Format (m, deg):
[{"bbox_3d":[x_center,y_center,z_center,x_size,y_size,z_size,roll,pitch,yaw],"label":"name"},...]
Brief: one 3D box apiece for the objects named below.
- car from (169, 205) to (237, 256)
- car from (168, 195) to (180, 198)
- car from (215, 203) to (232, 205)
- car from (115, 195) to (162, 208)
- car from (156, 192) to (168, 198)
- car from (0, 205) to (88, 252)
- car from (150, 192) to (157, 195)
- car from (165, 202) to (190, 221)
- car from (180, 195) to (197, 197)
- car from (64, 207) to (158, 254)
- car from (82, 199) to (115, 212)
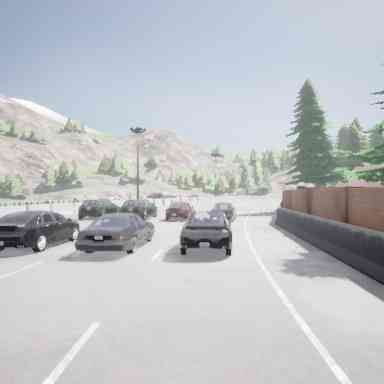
[{"bbox_3d":[0.633,1.492,13.156,2.128,1.511,4.902,0,0,5],"label":"car"},{"bbox_3d":[-3.256,1.525,81.646,1.895,1.301,4.718,0,0,29],"label":"car"},{"bbox_3d":[2.525,1.561,26.543,2.033,1.411,5.357,0,0,11],"label":"car"},{"bbox_3d":[-4.358,1.363,27.817,2.097,1.767,4.553,0,0,11],"label":"car"},{"bbox_3d":[-6.271,1.404,83.425,1.882,1.535,5.008,0,0,29],"label":"car"},{"bbox_3d":[-6.337,1.513,13.810,1.837,1.490,4.892,0,0,5],"label":"car"},{"bbox_3d":[-9.315,1.147,85.152,2.150,2.045,5.566,0,0,29],"label":"car"},{"bbox_3d":[-0.914,1.530,27.195,1.812,1.442,4.674,0,0,11],"label":"car"},{"bbox_3d":[-0.212,1.434,79.920,1.837,1.490,4.892,0,0,29],"label":"car"},{"bbox_3d":[-2.852,1.560,13.483,2.033,1.411,5.357,0,0,5],"label":"car"},{"bbox_3d":[-7.797,1.363,28.468,2.097,1.767,4.553,0,0,11],"label":"car"}]
